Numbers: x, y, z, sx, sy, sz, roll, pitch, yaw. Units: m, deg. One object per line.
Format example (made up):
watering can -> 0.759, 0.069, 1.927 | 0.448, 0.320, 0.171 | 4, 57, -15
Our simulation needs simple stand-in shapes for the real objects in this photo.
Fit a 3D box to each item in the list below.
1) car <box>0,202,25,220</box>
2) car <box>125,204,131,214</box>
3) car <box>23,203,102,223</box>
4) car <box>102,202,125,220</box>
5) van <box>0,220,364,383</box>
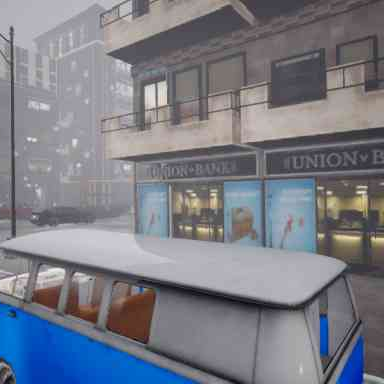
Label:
car -> -15.338, 1.609, 27.371 | 1.967, 1.590, 4.097 | -2, -1, 36
car -> -8.654, 1.798, 36.451 | 1.947, 1.339, 4.313 | -2, -1, 36
car -> -8.590, 1.583, 22.399 | 1.947, 1.339, 4.313 | -2, -1, 36
car -> -8.347, 1.632, 26.996 | 2.033, 1.411, 5.357 | -1, -1, 35
van -> -0.505, 1.342, 3.223 | 3.998, 1.788, 1.690 | 0, -1, 36
